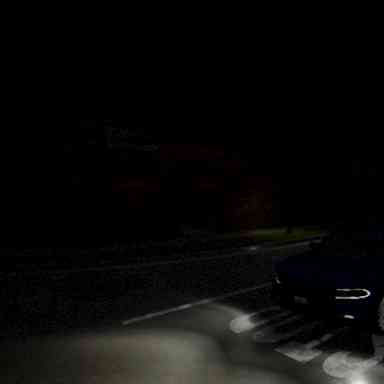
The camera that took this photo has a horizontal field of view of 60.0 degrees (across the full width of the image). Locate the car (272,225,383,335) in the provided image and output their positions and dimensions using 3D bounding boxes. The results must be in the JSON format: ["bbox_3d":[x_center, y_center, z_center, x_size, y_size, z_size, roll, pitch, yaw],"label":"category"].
[{"bbox_3d":[3.741,1.471,6.909,5.008,1.535,1.882,0,0,-38],"label":"car"}]
